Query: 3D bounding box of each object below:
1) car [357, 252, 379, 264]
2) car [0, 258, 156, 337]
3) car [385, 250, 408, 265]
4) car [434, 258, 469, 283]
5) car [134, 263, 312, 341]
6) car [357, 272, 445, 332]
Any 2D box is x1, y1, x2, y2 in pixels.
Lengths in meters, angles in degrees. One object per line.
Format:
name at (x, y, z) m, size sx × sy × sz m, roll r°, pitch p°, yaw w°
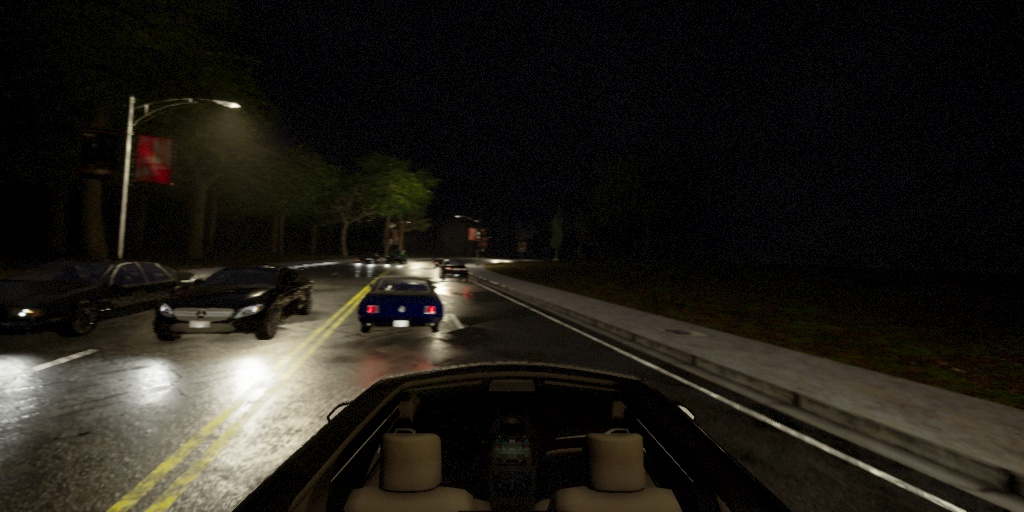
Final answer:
car at (-19.168, 0.255, 47.995) m, size 1.837 × 1.490 × 4.892 m, roll 3°, pitch 0°, yaw -7°
car at (-9.476, 0.772, 8.213) m, size 2.033 × 1.411 × 5.357 m, roll 3°, pitch 0°, yaw -16°
car at (-16.222, 0.127, 50.686) m, size 2.150 × 2.045 × 5.566 m, roll 3°, pitch 0°, yaw -6°
car at (-4.323, 1.043, 26.114) m, size 2.128 × 1.511 × 4.902 m, roll 3°, pitch 0°, yaw -16°
car at (-6.225, 0.934, 8.667) m, size 1.812 × 1.442 × 4.674 m, roll 3°, pitch 0°, yaw -16°
car at (-3.067, 1.190, 10.127) m, size 1.895 × 1.301 × 4.718 m, roll 3°, pitch 0°, yaw -16°
